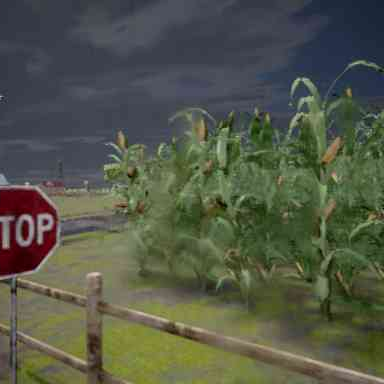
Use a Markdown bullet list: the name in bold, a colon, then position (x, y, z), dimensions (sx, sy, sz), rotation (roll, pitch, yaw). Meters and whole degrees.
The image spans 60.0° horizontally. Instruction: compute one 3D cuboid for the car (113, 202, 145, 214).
- **car**: position (-5.433, 1.323, 31.475), dimensions (1.895, 1.301, 4.718), rotation (0, 1, 21)
